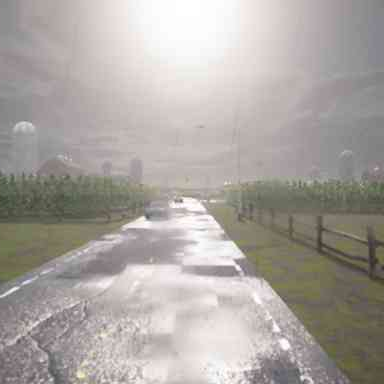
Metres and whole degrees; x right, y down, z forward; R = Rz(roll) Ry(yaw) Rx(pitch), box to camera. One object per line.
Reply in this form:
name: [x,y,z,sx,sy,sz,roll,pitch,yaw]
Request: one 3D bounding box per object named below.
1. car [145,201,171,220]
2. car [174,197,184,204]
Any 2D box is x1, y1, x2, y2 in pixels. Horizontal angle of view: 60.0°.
car: [-2.849,1.567,28.552,1.837,1.490,4.892,0,0,0]
car: [-2.752,1.790,70.058,1.895,1.301,4.718,0,0,0]
